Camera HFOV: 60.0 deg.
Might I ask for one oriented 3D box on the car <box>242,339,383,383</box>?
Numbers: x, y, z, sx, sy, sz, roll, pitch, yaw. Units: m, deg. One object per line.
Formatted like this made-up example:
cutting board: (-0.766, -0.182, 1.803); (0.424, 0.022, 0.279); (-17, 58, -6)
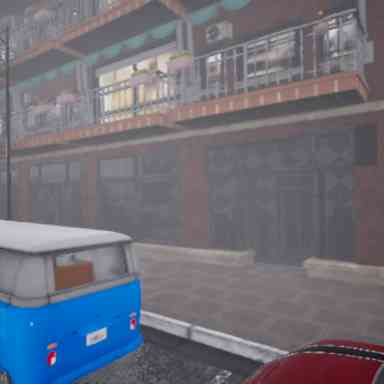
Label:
car: (1.964, 1.440, 1.493); (4.097, 1.590, 1.967); (0, -1, 36)

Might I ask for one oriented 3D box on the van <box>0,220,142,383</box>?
van: (-2.544, 1.342, 4.712); (3.998, 1.788, 1.690); (0, -1, 36)
